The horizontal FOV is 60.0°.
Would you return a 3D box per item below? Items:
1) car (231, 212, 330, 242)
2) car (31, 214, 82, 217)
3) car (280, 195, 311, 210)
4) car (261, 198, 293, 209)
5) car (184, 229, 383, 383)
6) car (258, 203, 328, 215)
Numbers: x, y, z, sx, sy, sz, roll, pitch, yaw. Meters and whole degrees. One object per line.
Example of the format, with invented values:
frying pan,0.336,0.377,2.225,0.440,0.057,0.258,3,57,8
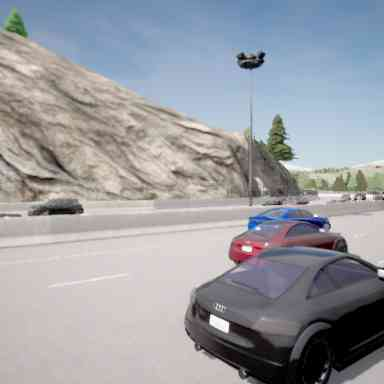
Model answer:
car,3.130,1.565,10.543,4.181,1.385,1.994,0,0,-38
car,-12.190,1.355,29.927,4.553,1.767,2.097,0,0,-38
car,13.688,1.354,43.718,2.097,1.767,4.553,0,0,44
car,12.132,1.550,47.098,2.033,1.411,5.357,0,0,44
car,1.937,1.564,5.240,4.181,1.385,1.994,0,0,-37
car,4.861,1.479,16.366,5.008,1.535,1.882,0,0,-39
